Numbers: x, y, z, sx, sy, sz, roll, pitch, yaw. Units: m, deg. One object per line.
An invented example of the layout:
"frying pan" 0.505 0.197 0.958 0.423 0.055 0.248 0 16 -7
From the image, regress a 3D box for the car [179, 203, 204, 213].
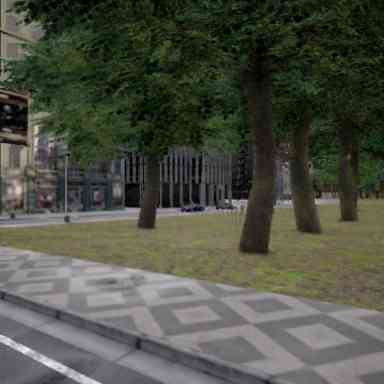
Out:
"car" 0.059 2.671 53.154 1.895 1.301 4.718 0 -1 35

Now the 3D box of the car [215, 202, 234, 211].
"car" 6.138 2.703 62.249 1.837 1.490 4.892 0 -1 34

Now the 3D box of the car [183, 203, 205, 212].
"car" 0.397 2.713 59.103 1.994 1.385 4.181 0 -1 34
